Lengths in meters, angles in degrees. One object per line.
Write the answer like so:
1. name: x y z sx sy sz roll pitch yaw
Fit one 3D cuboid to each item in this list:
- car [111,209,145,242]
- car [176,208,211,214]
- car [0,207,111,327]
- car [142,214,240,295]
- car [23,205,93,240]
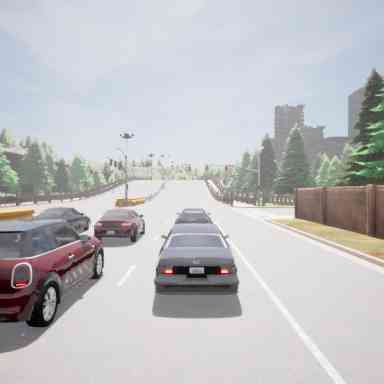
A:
1. car: -3.418 1.526 16.169 1.812 1.442 4.674 0 0 -1
2. car: 0.084 1.564 18.124 1.994 1.385 4.181 0 0 0
3. car: -3.408 1.352 7.175 2.097 1.767 4.553 0 0 0
4. car: 0.091 1.547 8.883 2.033 1.411 5.357 0 0 0
5. car: -6.912 1.526 17.764 1.812 1.442 4.674 0 0 0
